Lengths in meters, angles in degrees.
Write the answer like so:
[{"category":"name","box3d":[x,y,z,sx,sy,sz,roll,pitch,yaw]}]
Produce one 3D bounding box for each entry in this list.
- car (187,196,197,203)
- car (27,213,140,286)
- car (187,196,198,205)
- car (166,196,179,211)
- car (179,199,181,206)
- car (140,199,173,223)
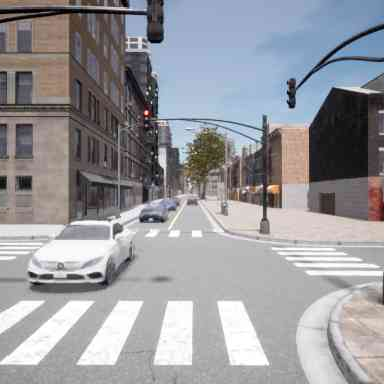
[{"category":"car","box3d":[0.082,1.547,69.286,1.994,1.385,4.181,0,0,0]},{"category":"car","box3d":[-2.848,1.517,9.513,1.812,1.442,4.674,0,0,0]},{"category":"car","box3d":[0.080,1.528,59.004,2.033,1.411,5.357,0,0,1]},{"category":"car","box3d":[-2.841,1.508,39.801,1.812,1.442,4.674,0,0,0]},{"category":"car","box3d":[-2.827,1.485,52.492,1.837,1.490,4.892,0,0,0]},{"category":"car","box3d":[-2.859,1.536,25.705,2.033,1.411,5.357,0,0,0]}]
